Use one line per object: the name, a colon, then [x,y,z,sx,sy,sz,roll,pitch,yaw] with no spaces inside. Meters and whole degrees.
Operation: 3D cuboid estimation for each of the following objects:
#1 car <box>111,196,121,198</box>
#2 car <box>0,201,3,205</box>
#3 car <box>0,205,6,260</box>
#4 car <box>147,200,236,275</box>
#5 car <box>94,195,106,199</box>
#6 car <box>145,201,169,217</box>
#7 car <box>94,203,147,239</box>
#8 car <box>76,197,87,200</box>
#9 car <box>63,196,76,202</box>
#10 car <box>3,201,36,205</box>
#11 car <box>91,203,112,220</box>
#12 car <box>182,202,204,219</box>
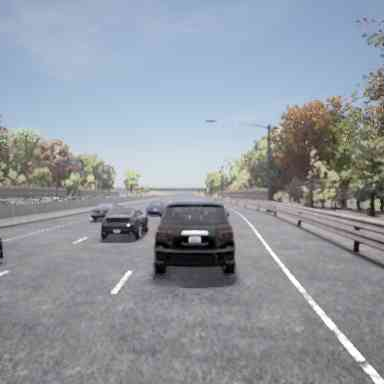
car: [-17.580,1.538,76.887,2.033,1.411,5.357,0,0,0]
car: [-21.133,1.631,35.126,2.033,1.411,5.357,0,0,0]
car: [-6.927,1.369,8.556,2.097,1.767,4.553,0,0,0]
car: [0.076,1.244,10.701,2.150,2.045,5.566,0,0,0]
car: [-21.080,1.513,76.469,1.882,1.535,5.008,0,0,0]
car: [-3.436,1.643,33.449,1.994,1.385,4.181,0,0,0]
car: [-3.421,1.542,17.527,1.837,1.490,4.892,0,0,0]
car: [-24.581,1.486,77.295,2.128,1.511,4.902,0,0,0]
car: [-28.080,1.561,76.461,2.128,1.511,4.902,0,0,0]
car: [-17.631,1.649,35.376,1.994,1.385,4.181,0,0,0]
car: [-6.934,1.611,27.959,2.033,1.411,5.357,0,0,0]
car: [0.065,1.674,31.264,1.895,1.301,4.718,0,0,0]
